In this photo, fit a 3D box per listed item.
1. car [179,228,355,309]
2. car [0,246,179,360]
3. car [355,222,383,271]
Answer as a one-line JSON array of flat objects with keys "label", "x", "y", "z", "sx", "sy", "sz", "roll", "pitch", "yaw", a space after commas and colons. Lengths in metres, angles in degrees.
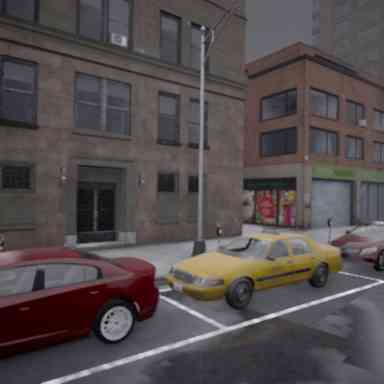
[{"label": "car", "x": 1.689, "y": 1.581, "z": 7.960, "sx": 4.829, "sy": 1.417, "sz": 1.752, "roll": 1, "pitch": 0, "yaw": -35}, {"label": "car", "x": -2.645, "y": 1.549, "z": 4.870, "sx": 4.507, "sy": 1.381, "sz": 1.887, "roll": 1, "pitch": 0, "yaw": -35}, {"label": "car", "x": 6.299, "y": 1.692, "z": 11.249, "sx": 4.206, "sy": 1.307, "sz": 1.802, "roll": 1, "pitch": 0, "yaw": -35}]
